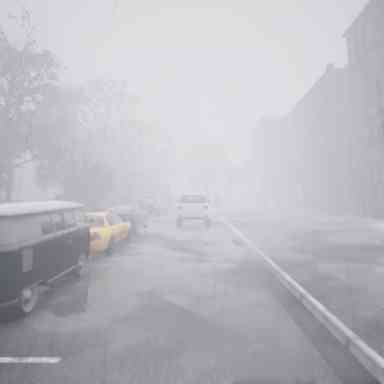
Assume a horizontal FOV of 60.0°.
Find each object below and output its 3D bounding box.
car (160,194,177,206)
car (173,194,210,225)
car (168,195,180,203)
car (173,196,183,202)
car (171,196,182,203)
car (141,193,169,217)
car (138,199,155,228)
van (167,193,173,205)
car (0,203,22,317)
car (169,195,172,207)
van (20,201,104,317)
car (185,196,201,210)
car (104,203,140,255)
[{"bbox_3d":[-3.660,1.151,51.825,2.185,1.767,4.553,0,0,2],"label":"car"},{"bbox_3d":[0.095,1.123,23.376,2.150,2.045,5.566,0,0,1],"label":"car"},{"bbox_3d":[-3.643,1.511,68.561,2.163,1.488,4.792,1,-1,2],"label":"car"},{"bbox_3d":[-3.653,1.872,85.228,2.097,1.535,5.008,0,-1,2],"label":"car"},{"bbox_3d":[-3.646,1.742,79.668,2.097,1.535,5.008,1,-2,2],"label":"car"},{"bbox_3d":[-3.658,1.232,29.543,2.185,1.767,4.553,0,0,2],"label":"car"},{"bbox_3d":[-3.655,1.399,18.428,2.097,1.535,5.008,0,0,2],"label":"car"},{"bbox_3d":[-3.654,1.071,46.402,1.878,1.987,4.442,0,0,2],"label":"van"},{"bbox_3d":[-3.653,1.220,1.751,2.435,2.045,5.566,0,0,2],"label":"car"},{"bbox_3d":[-3.657,1.378,35.142,2.002,1.452,4.674,0,0,2],"label":"car"},{"bbox_3d":[-3.650,1.220,7.409,1.878,1.987,4.442,0,0,2],"label":"van"},{"bbox_3d":[0.095,1.343,40.788,1.837,1.490,4.892,0,0,0],"label":"car"},{"bbox_3d":[-3.647,1.418,13.049,1.946,1.575,5.366,0,0,2],"label":"car"}]
